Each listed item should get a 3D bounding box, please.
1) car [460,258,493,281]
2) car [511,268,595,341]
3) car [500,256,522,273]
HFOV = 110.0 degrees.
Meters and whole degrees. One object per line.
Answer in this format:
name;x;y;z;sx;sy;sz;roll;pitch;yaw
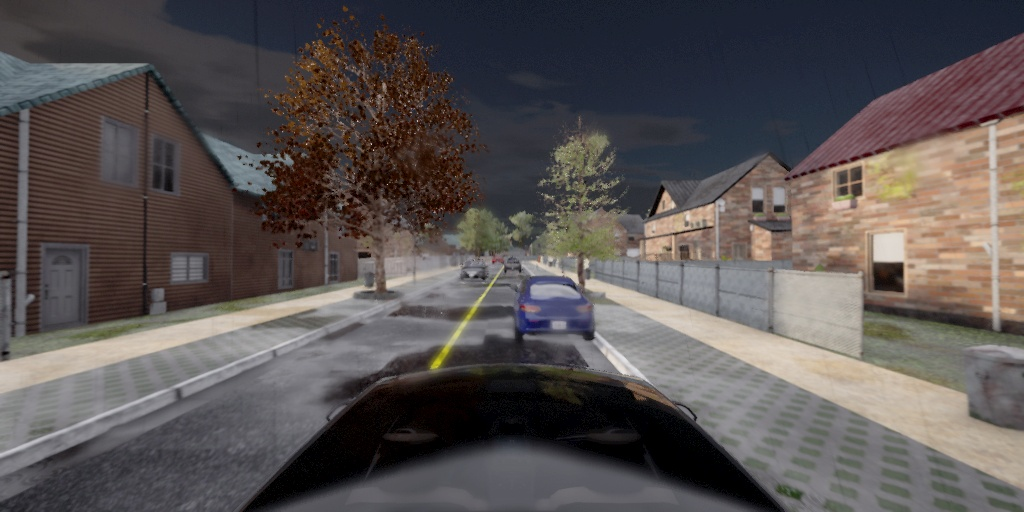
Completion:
car;-2.844;1.089;27.805;2.128;1.511;4.902;0;0;0
car;0.964;1.229;9.612;1.812;1.442;4.674;0;0;0
car;0.085;1.025;39.408;2.128;1.511;4.902;0;0;0
